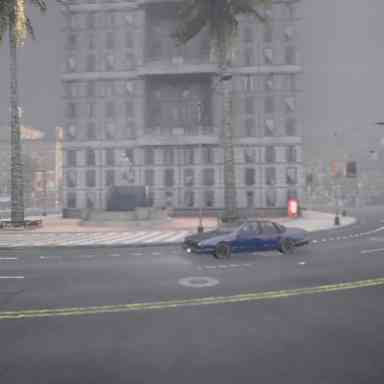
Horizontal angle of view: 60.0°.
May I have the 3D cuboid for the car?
[{"bbox_3d":[2.339,1.875,13.902,5.357,1.411,2.033,0,-2,-23],"label":"car"}]
